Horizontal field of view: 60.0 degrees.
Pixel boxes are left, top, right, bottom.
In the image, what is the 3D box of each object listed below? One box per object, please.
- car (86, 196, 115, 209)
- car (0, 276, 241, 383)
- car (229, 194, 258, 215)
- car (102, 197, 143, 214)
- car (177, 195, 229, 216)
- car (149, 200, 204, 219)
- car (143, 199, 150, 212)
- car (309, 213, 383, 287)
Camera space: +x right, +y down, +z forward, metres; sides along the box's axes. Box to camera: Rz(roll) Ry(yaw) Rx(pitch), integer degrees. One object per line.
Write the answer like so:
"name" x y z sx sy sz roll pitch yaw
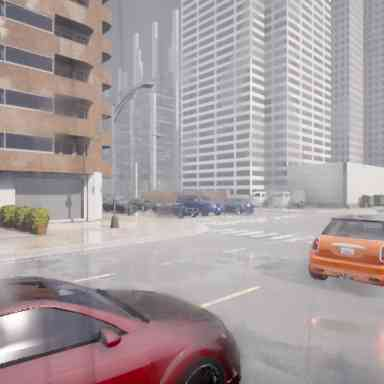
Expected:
"car" -13.211 1.411 47.657 2.097 1.767 4.553 0 0 -44
"car" -1.513 1.564 3.164 4.181 1.385 1.994 0 0 -37
"car" 4.204 1.407 34.869 2.097 1.767 4.553 0 0 -43
"car" -8.171 1.603 37.364 2.033 1.411 5.357 0 0 -44
"car" 0.644 1.278 33.280 2.150 2.045 5.566 0 0 -44
"car" -1.469 1.656 30.428 1.895 1.301 4.718 0 0 -44
"car" -6.074 1.560 40.234 1.837 1.490 4.892 0 0 -44
"car" 5.059 1.352 8.910 4.553 1.767 2.097 0 0 -43
